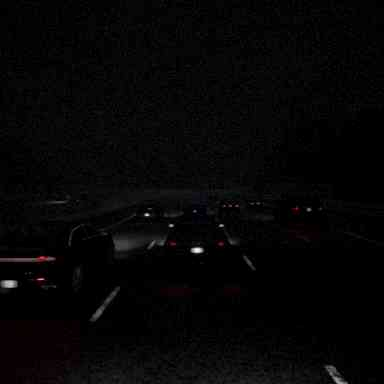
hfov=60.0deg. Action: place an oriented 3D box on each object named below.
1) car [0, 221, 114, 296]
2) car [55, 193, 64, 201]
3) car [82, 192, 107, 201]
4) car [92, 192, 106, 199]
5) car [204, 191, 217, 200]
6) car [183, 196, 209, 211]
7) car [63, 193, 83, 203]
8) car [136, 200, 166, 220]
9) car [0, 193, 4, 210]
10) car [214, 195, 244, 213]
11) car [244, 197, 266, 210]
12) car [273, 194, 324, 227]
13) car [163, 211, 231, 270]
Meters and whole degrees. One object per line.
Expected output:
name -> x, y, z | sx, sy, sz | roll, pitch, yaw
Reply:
car -> -3.362, 1.479, 8.574 | 2.128, 1.511, 4.902 | 0, 0, 0
car -> -24.171, 0.908, 62.946 | 1.837, 1.490, 4.892 | 0, 1, 0
car -> -13.821, 1.107, 48.792 | 2.128, 1.511, 4.902 | 0, 1, 1
car -> -20.606, 0.726, 73.911 | 1.895, 1.301, 4.718 | 0, 1, 0
car -> 3.828, 0.906, 61.924 | 1.882, 1.535, 5.008 | 0, 1, 0
car -> 0.244, 1.340, 28.671 | 1.882, 1.535, 5.008 | 0, 1, 0
car -> -17.303, 1.069, 50.622 | 1.882, 1.535, 5.008 | 0, 1, 1
car -> -3.267, 1.387, 26.649 | 1.837, 1.490, 4.892 | 0, 1, 0
car -> -20.926, 1.035, 32.830 | 2.150, 2.045, 5.566 | 0, 1, 0
car -> 3.675, 1.350, 34.214 | 2.033, 1.411, 5.357 | 0, 1, 0
car -> 7.269, 1.293, 38.905 | 2.033, 1.411, 5.357 | 0, 1, 1
car -> 7.015, 1.138, 22.416 | 2.150, 2.045, 5.566 | 0, 0, 2
car -> 0.150, 1.545, 11.017 | 1.994, 1.385, 4.181 | 0, 0, 0
